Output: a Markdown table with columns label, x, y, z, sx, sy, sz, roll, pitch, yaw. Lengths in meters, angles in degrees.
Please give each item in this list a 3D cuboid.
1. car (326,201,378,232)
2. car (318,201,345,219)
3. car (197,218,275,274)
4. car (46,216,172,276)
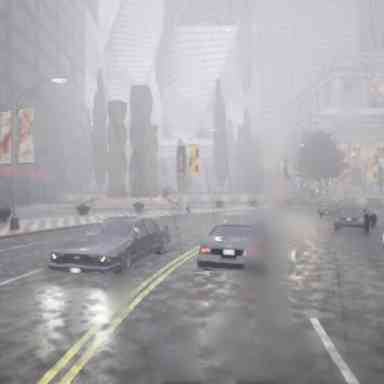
| label | x | y | z | sx | sy | sz | roll | pitch | yaw |
| --- | --- | --- | --- | --- | --- | --- | --- | --- | --- |
| car | 9.909 | 1.527 | 20.034 | 2.033 | 1.411 | 5.357 | 0 | 0 | 35 |
| car | 12.337 | 1.459 | 27.893 | 4.902 | 1.511 | 2.128 | 0 | 0 | -44 |
| car | 1.580 | 1.527 | 10.622 | 2.033 | 1.411 | 5.357 | 0 | 0 | 15 |
| car | -2.196 | 1.517 | 10.661 | 2.033 | 1.411 | 5.357 | 0 | 0 | 14 |
